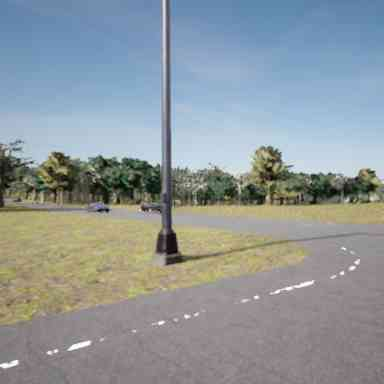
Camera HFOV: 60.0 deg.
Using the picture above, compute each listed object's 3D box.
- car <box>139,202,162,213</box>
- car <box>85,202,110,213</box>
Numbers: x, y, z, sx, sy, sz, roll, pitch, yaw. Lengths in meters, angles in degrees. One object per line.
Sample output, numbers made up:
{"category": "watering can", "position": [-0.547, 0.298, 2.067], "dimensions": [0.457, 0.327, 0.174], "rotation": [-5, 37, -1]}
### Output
{"category": "car", "position": [-5.771, 2.228, 46.969], "dimensions": [1.837, 1.490, 4.892], "rotation": [2, -2, -36]}
{"category": "car", "position": [-12.838, 2.096, 44.911], "dimensions": [2.033, 1.411, 5.357], "rotation": [2, -2, -36]}
